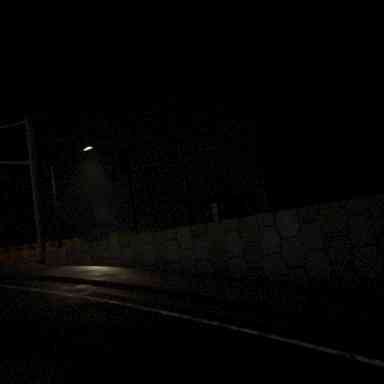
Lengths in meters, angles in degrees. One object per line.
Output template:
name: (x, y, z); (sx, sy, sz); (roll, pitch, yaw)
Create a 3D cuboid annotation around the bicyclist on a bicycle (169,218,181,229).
bicyclist on a bicycle: (-1.347, 2.914, 27.281); (1.656, 1.620, 0.582); (-14, -8, 35)
